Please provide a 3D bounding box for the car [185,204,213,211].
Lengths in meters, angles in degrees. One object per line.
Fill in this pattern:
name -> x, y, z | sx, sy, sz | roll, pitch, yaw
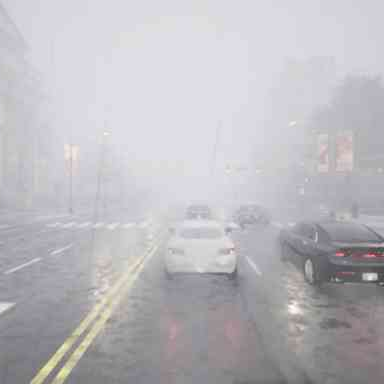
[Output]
car -> 0.470, 1.545, 23.052 | 2.033, 1.411, 5.357 | 0, 0, 1

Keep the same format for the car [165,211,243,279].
car -> 0.241, 1.524, 9.884 | 1.812, 1.442, 4.674 | 0, 0, 1

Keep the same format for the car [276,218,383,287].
car -> 3.734, 1.506, 9.339 | 1.837, 1.490, 4.892 | 0, 0, 1

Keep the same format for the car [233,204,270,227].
car -> 3.960, 1.547, 22.592 | 2.033, 1.411, 5.357 | 0, 0, 1
